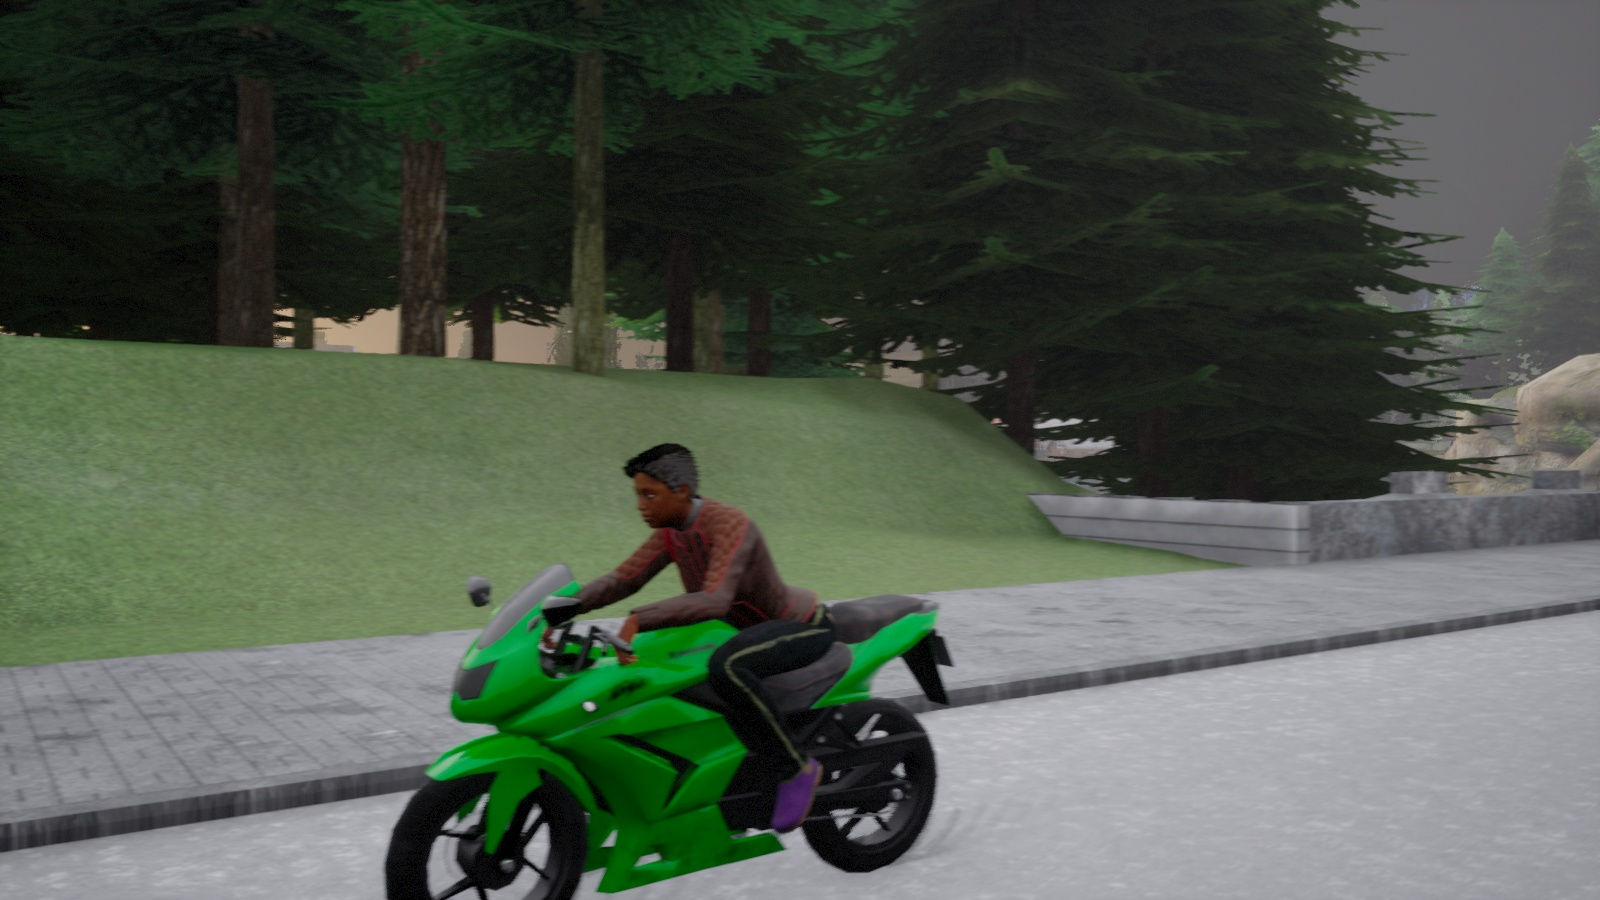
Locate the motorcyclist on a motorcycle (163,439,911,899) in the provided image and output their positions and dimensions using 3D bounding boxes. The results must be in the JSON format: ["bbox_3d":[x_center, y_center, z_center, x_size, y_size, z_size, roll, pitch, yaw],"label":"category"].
[{"bbox_3d":[-0.714,0.738,3.771,2.044,1.523,0.797,0,0,-35],"label":"motorcyclist on a motorcycle"}]
